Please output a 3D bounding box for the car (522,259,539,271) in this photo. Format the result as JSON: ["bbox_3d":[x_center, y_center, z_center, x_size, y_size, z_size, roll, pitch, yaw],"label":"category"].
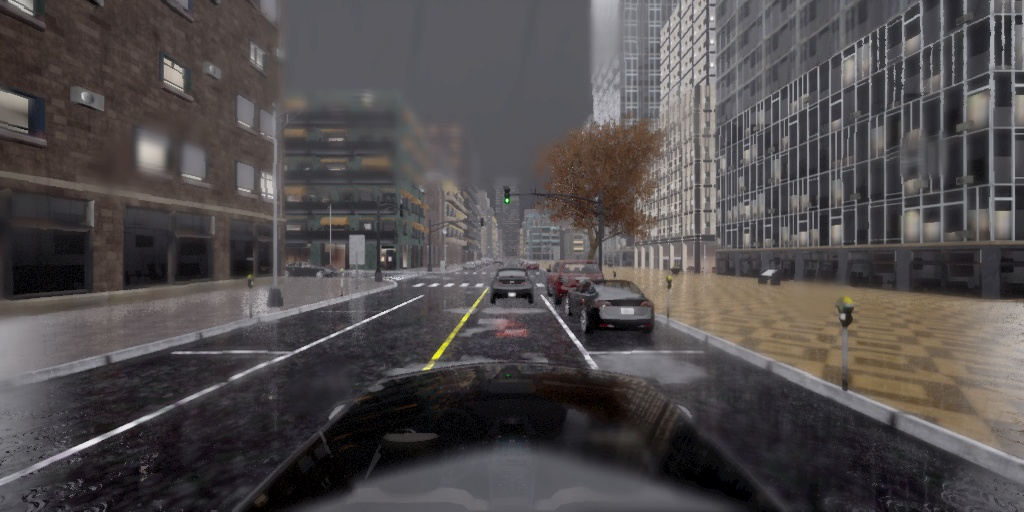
[{"bbox_3d":[2.692,1.312,48.338,1.888,1.381,4.507,0,0,0],"label":"car"}]

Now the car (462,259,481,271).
[{"bbox_3d":[-5.689,1.318,48.338,2.007,1.370,4.403,0,0,0],"label":"car"}]

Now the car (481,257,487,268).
[{"bbox_3d":[-5.689,1.330,59.404,2.007,1.370,4.403,0,0,0],"label":"car"}]

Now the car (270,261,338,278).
[{"bbox_3d":[-16.434,1.094,28.922,4.403,1.370,2.007,0,0,-1],"label":"car"}]

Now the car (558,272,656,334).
[{"bbox_3d":[2.692,1.316,10.427,1.948,1.339,4.313,0,0,0],"label":"car"}]

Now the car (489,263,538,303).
[{"bbox_3d":[0.000,1.268,16.500,1.837,1.490,4.892,0,0,0],"label":"car"}]

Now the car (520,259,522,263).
[{"bbox_3d":[2.691,1.305,59.573,1.751,1.417,4.829,0,0,0],"label":"car"}]

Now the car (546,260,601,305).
[{"bbox_3d":[2.692,1.065,15.950,2.192,1.841,5.009,0,0,0],"label":"car"}]

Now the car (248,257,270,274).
[{"bbox_3d":[-21.832,0.991,28.867,4.829,1.417,1.751,0,0,-1],"label":"car"}]
